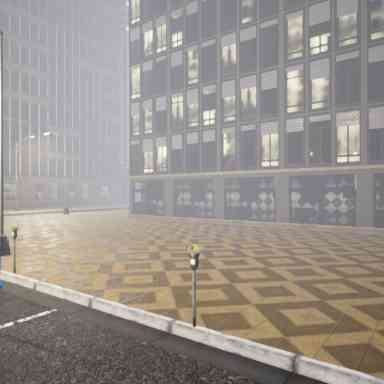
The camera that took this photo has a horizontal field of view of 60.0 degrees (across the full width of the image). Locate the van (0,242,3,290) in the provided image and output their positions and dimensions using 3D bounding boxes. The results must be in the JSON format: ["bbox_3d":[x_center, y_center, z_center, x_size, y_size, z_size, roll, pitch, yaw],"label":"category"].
[{"bbox_3d":[-5.649,1.337,7.020,3.998,1.788,1.690,0,0,36],"label":"van"}]
